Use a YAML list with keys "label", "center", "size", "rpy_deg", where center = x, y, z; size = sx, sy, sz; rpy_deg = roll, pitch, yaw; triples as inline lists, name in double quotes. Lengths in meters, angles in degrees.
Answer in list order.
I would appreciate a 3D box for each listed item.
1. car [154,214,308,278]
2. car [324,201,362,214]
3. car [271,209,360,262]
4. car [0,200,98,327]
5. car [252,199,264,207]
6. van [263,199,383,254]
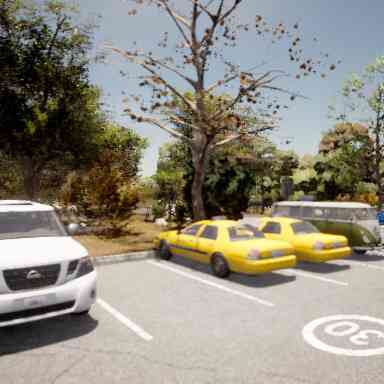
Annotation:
- label: "car"
  center: [0.677, 1.539, 10.513]
  size: [1.946, 1.575, 5.366]
  rpy_deg: [1, 0, -35]
- label: "car"
  center: [22.810, 2.298, 50.515]
  size: [2.128, 1.511, 4.902]
  rpy_deg: [-1, 1, -35]
- label: "car"
  center: [2.848, 1.575, 12.051]
  size: [1.946, 1.575, 5.366]
  rpy_deg: [1, -1, -35]
- label: "car"
  center: [-3.861, 1.232, 7.033]
  size: [2.435, 2.045, 5.566]
  rpy_deg: [0, 0, -36]
- label: "car"
  center: [12.654, 2.036, 62.995]
  size: [4.902, 1.511, 2.128]
  rpy_deg: [2, 2, 39]
- label: "van"
  center: [5.305, 1.398, 13.423]
  size: [1.878, 1.987, 4.442]
  rpy_deg: [1, -1, -35]
